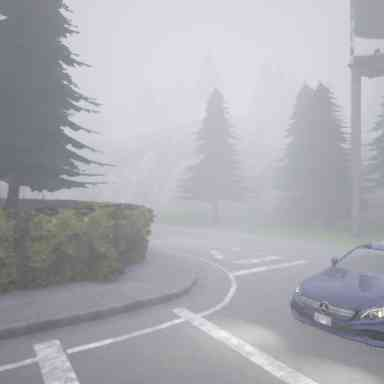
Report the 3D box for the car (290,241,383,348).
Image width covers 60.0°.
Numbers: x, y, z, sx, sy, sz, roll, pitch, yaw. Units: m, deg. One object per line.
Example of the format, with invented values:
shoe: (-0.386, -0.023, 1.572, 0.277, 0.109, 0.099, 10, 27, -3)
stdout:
car: (3.982, 1.769, 6.611, 4.674, 1.442, 1.812, 0, 0, -35)
